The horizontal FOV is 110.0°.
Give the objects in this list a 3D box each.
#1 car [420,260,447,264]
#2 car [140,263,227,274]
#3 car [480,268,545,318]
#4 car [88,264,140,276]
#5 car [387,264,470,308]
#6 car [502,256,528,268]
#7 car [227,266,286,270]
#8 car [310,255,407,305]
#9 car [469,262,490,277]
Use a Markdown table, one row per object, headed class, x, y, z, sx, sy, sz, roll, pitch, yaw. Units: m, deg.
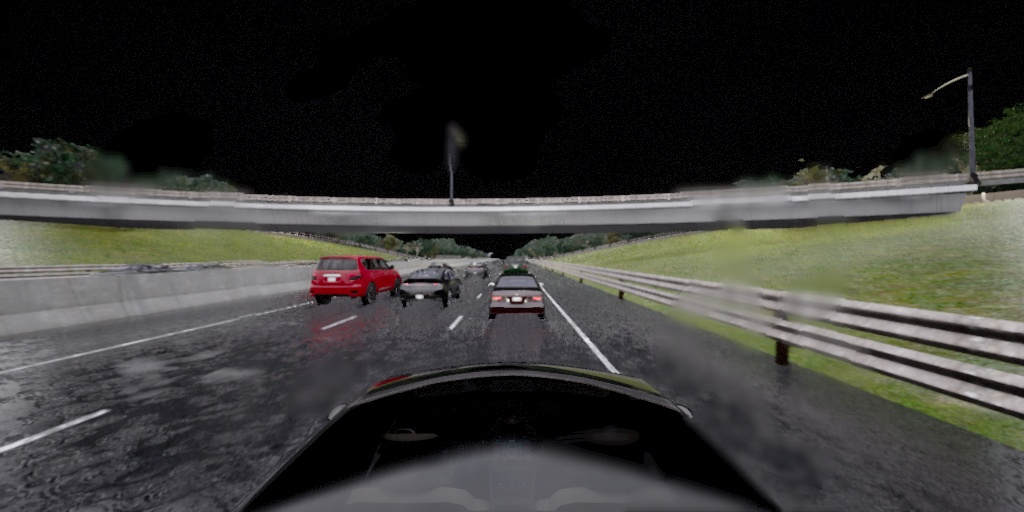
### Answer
| class | x | y | z | sx | sy | sz | roll | pitch | yaw |
| --- | --- | --- | --- | --- | --- | --- | --- | --- | --- |
| car | -6.684 | 1.285 | 33.372 | 2.128 | 1.511 | 4.902 | 0 | 0 | 0 |
| car | -20.950 | 1.249 | 23.810 | 2.128 | 1.511 | 4.902 | 0 | 0 | 0 |
| car | 0.176 | 1.317 | 13.016 | 2.033 | 1.411 | 5.357 | 0 | 0 | 1 |
| car | -24.453 | 1.243 | 23.414 | 2.128 | 1.511 | 4.902 | 0 | 0 | 0 |
| car | -3.313 | 1.260 | 15.351 | 2.128 | 1.511 | 4.902 | 0 | 0 | 0 |
| car | 0.310 | 1.024 | 32.598 | 2.150 | 2.045 | 5.566 | 0 | 0 | 0 |
| car | -17.437 | 1.367 | 25.691 | 1.895 | 1.301 | 4.718 | 0 | 0 | 0 |
| car | -6.806 | 0.987 | 16.260 | 2.150 | 2.045 | 5.566 | 0 | 0 | 0 |
| car | -3.185 | 1.290 | 33.338 | 2.128 | 1.511 | 4.902 | 0 | 0 | 0 |
